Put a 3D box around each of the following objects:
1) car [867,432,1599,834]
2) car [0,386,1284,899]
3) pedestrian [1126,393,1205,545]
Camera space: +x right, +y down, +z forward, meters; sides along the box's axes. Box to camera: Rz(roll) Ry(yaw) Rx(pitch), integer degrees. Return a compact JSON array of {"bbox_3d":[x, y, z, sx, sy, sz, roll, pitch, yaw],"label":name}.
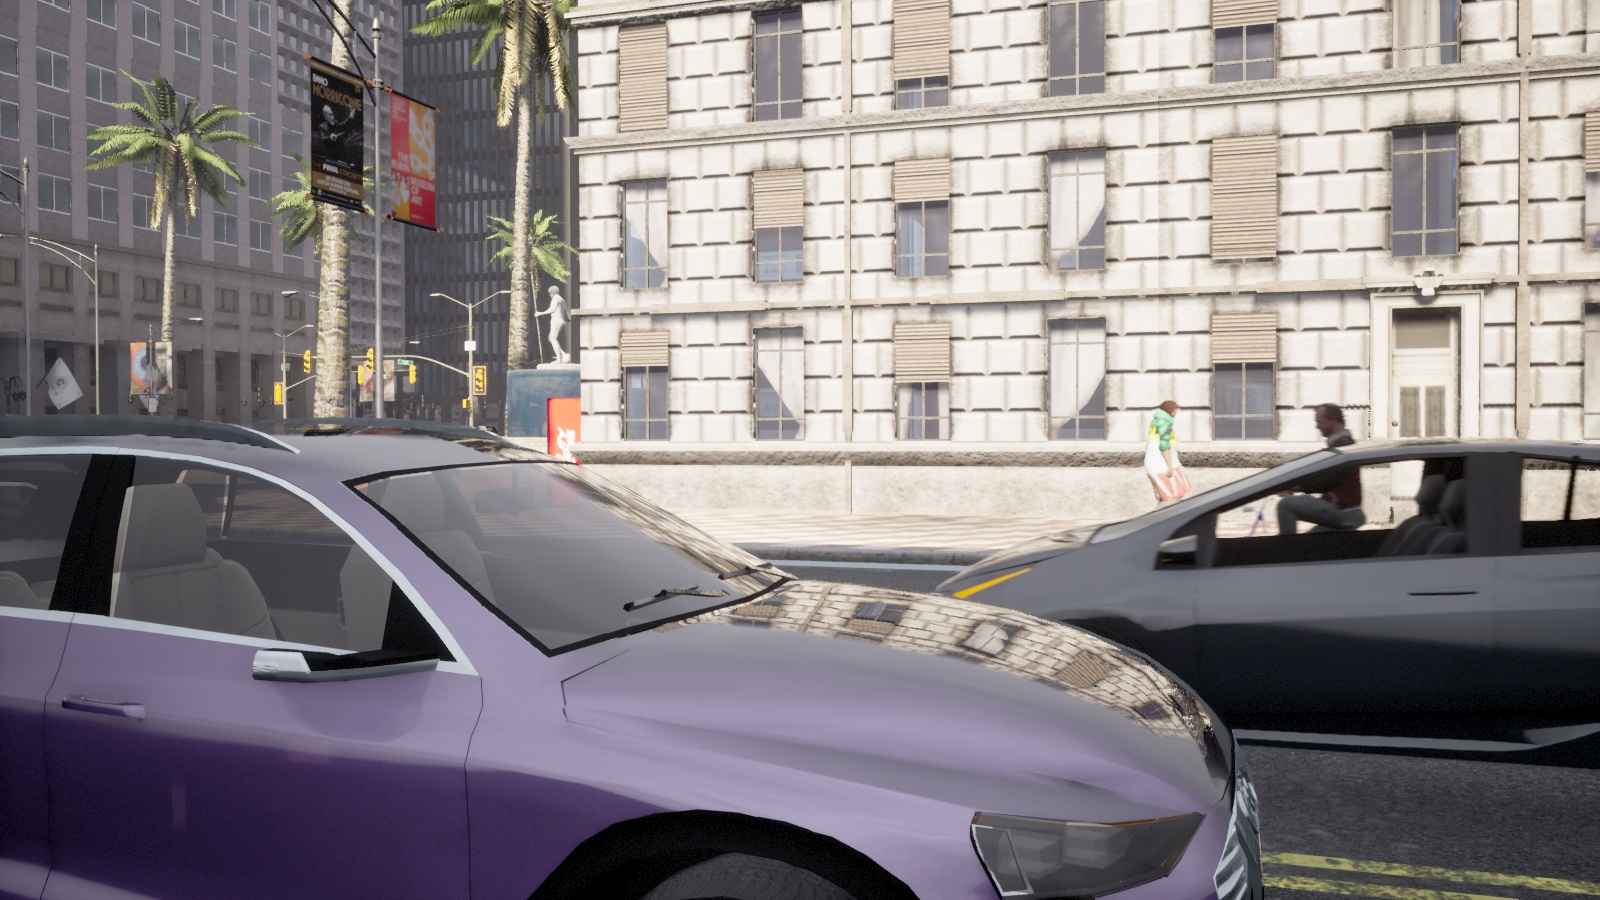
[{"bbox_3d":[2.766,0.688,5.953,4.514,1.525,2.007,1,1,18],"label":"car"},{"bbox_3d":[-1.255,0.694,3.623,4.856,1.649,2.033,1,1,19],"label":"car"},{"bbox_3d":[4.796,0.237,16.506,0.873,1.952,0.659,0,1,6],"label":"pedestrian"}]
